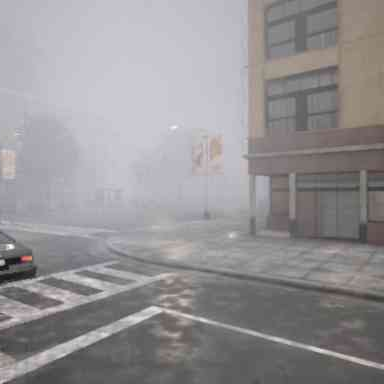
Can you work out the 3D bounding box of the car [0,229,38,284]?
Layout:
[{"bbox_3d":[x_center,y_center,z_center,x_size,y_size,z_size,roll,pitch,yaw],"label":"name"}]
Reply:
[{"bbox_3d":[-6.042,1.604,8.889,5.357,1.411,2.033,0,0,42],"label":"car"}]

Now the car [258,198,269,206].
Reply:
[{"bbox_3d":[12.617,1.687,55.684,1.994,1.385,4.181,0,0,36],"label":"car"}]
